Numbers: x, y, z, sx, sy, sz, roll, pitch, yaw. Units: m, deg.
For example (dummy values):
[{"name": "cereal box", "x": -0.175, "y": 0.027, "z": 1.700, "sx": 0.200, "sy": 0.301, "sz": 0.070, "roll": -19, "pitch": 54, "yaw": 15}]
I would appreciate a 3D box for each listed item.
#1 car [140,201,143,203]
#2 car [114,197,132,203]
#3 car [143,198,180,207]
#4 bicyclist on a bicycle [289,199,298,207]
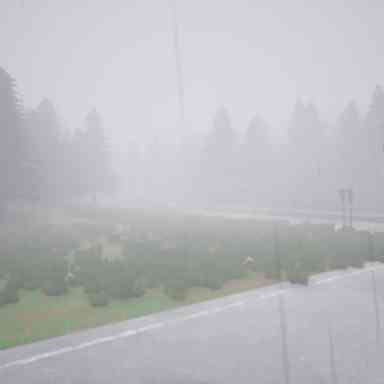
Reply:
[{"name": "car", "x": -6.329, "y": 1.652, "z": 51.060, "sx": 2.128, "sy": 1.511, "sz": 4.902, "roll": 0, "pitch": 0, "yaw": -35}, {"name": "car", "x": -12.401, "y": 1.665, "z": 59.472, "sx": 1.837, "sy": 1.490, "sz": 4.892, "roll": 0, "pitch": 0, "yaw": -36}, {"name": "car", "x": -3.497, "y": 1.705, "z": 40.852, "sx": 2.033, "sy": 1.411, "sz": 5.357, "roll": 0, "pitch": 0, "yaw": -36}, {"name": "bicyclist on a bicycle", "x": 10.280, "y": 1.458, "z": 33.648, "sx": 1.656, "sy": 1.620, "sz": 0.582, "roll": -11, "pitch": 7, "yaw": -35}]
